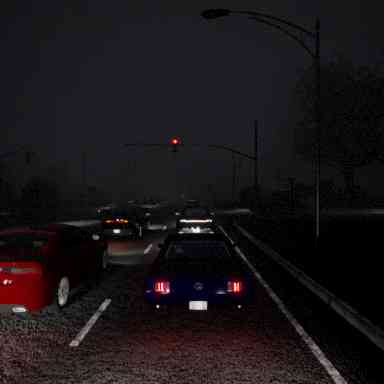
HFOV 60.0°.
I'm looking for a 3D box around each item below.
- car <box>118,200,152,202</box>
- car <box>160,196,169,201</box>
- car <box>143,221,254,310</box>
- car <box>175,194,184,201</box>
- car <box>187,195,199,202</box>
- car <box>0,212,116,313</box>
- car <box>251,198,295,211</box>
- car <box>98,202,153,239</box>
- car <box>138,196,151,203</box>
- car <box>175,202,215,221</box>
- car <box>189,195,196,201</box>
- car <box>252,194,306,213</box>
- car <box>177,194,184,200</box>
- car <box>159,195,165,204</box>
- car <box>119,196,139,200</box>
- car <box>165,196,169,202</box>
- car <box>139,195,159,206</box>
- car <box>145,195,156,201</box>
[{"bbox_3d":[-5.750,1.601,28.022,1.895,1.301,4.718,0,0,28],"label":"car"},{"bbox_3d":[-6.794,1.595,83.191,1.895,1.301,4.718,0,0,0],"label":"car"},{"bbox_3d":[0.119,1.601,7.761,1.895,1.301,4.718,0,0,0],"label":"car"},{"bbox_3d":[-3.289,1.532,84.646,2.033,1.411,5.357,0,0,0],"label":"car"},{"bbox_3d":[0.172,1.491,53.969,2.128,1.511,4.902,0,0,1],"label":"car"},{"bbox_3d":[-3.382,1.478,7.788,1.882,1.535,5.008,0,0,0],"label":"car"},{"bbox_3d":[9.693,1.505,40.034,4.892,1.490,1.837,0,0,6],"label":"car"},{"bbox_3d":[-3.358,1.505,17.286,1.837,1.490,4.892,0,0,0],"label":"car"},{"bbox_3d":[-10.322,1.540,72.520,2.033,1.411,5.357,0,0,0],"label":"car"},{"bbox_3d":[0.151,1.491,17.023,2.128,1.511,4.902,0,0,-1],"label":"car"},{"bbox_3d":[0.234,1.500,89.336,1.837,1.490,4.892,0,0,0],"label":"car"},{"bbox_3d":[9.513,1.221,36.380,5.566,2.045,2.150,0,0,3],"label":"car"},{"bbox_3d":[-3.222,1.328,95.054,1.882,1.535,5.008,0,0,1],"label":"car"},{"bbox_3d":[-6.890,1.601,63.447,1.895,1.301,4.718,0,0,1],"label":"car"},{"bbox_3d":[-10.484,1.491,53.168,2.128,1.511,4.902,0,0,1],"label":"car"},{"bbox_3d":[-6.821,1.478,73.208,1.882,1.535,5.008,0,0,0],"label":"car"},{"bbox_3d":[-6.956,1.564,54.686,1.994,1.385,4.181,0,0,-1],"label":"car"},{"bbox_3d":[-10.295,1.540,82.824,2.033,1.411,5.357,0,0,0],"label":"car"}]
